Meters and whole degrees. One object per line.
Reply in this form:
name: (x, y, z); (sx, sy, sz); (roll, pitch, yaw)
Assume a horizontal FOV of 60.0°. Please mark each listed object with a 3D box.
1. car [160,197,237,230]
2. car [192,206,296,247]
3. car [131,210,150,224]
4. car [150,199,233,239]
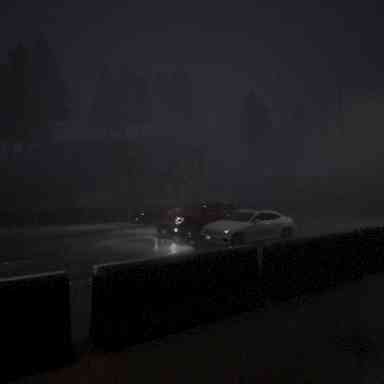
car: (0.465, 1.286, 21.469); (4.553, 1.767, 2.097); (-1, 0, -35)
car: (2.540, 1.479, 14.367); (4.674, 1.442, 1.812); (0, 0, -35)
car: (-1.975, 1.538, 24.031); (4.718, 1.301, 1.895); (-1, 0, -35)
car: (0.479, 1.305, 17.195); (4.553, 1.767, 2.097); (0, 0, -35)
